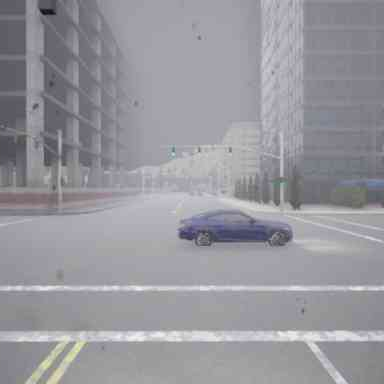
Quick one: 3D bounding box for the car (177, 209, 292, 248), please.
[{"bbox_3d":[1.718,1.449,13.687,4.674,1.442,1.812,0,0,-1],"label":"car"}]
